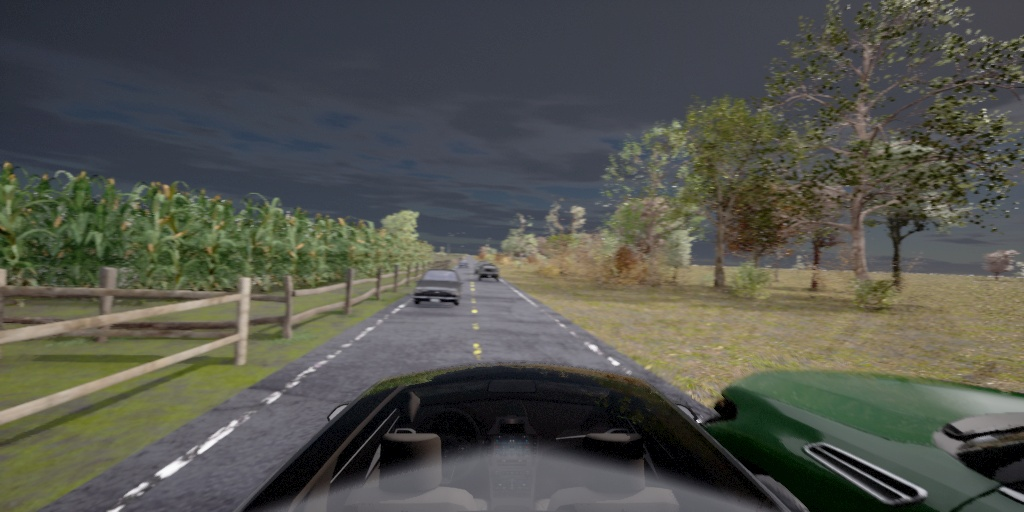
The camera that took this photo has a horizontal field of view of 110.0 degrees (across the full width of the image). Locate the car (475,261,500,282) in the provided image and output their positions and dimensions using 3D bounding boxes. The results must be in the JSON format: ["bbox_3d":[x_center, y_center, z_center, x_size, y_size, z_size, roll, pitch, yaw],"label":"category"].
[{"bbox_3d":[-2.175,1.485,32.993,1.837,1.490,4.892,3,0,-6],"label":"car"}]

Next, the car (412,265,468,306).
[{"bbox_3d":[-3.160,1.293,16.056,2.033,1.411,5.357,3,-1,-7],"label":"car"}]

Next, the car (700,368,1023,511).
[{"bbox_3d":[2.540,1.088,0.167,2.150,2.045,5.566,3,-1,-7],"label":"car"}]

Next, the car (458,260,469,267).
[{"bbox_3d":[-8.632,1.493,63.845,2.033,1.411,5.357,3,-1,-7],"label":"car"}]
